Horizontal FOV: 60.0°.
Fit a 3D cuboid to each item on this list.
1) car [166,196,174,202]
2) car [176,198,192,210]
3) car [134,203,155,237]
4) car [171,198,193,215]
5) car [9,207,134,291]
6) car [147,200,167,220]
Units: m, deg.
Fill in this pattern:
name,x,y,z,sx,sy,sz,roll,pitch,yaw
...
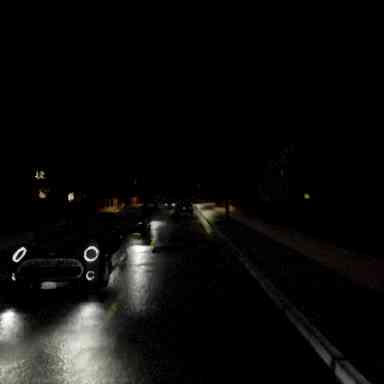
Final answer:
name,x,y,z,sx,sy,sz,roll,pitch,yaw
car,-4.737,1.591,72.268,1.882,1.535,5.008,0,0,-2
car,-1.161,1.646,46.265,2.033,1.411,5.357,0,0,-2
car,-3.324,1.571,18.528,1.812,1.442,4.674,0,0,-1
car,-0.821,1.609,34.327,2.033,1.411,5.357,0,0,-2
car,-3.078,1.382,9.254,2.097,1.767,4.553,0,0,-2
car,-3.587,1.615,28.916,2.033,1.411,5.357,0,0,-1
